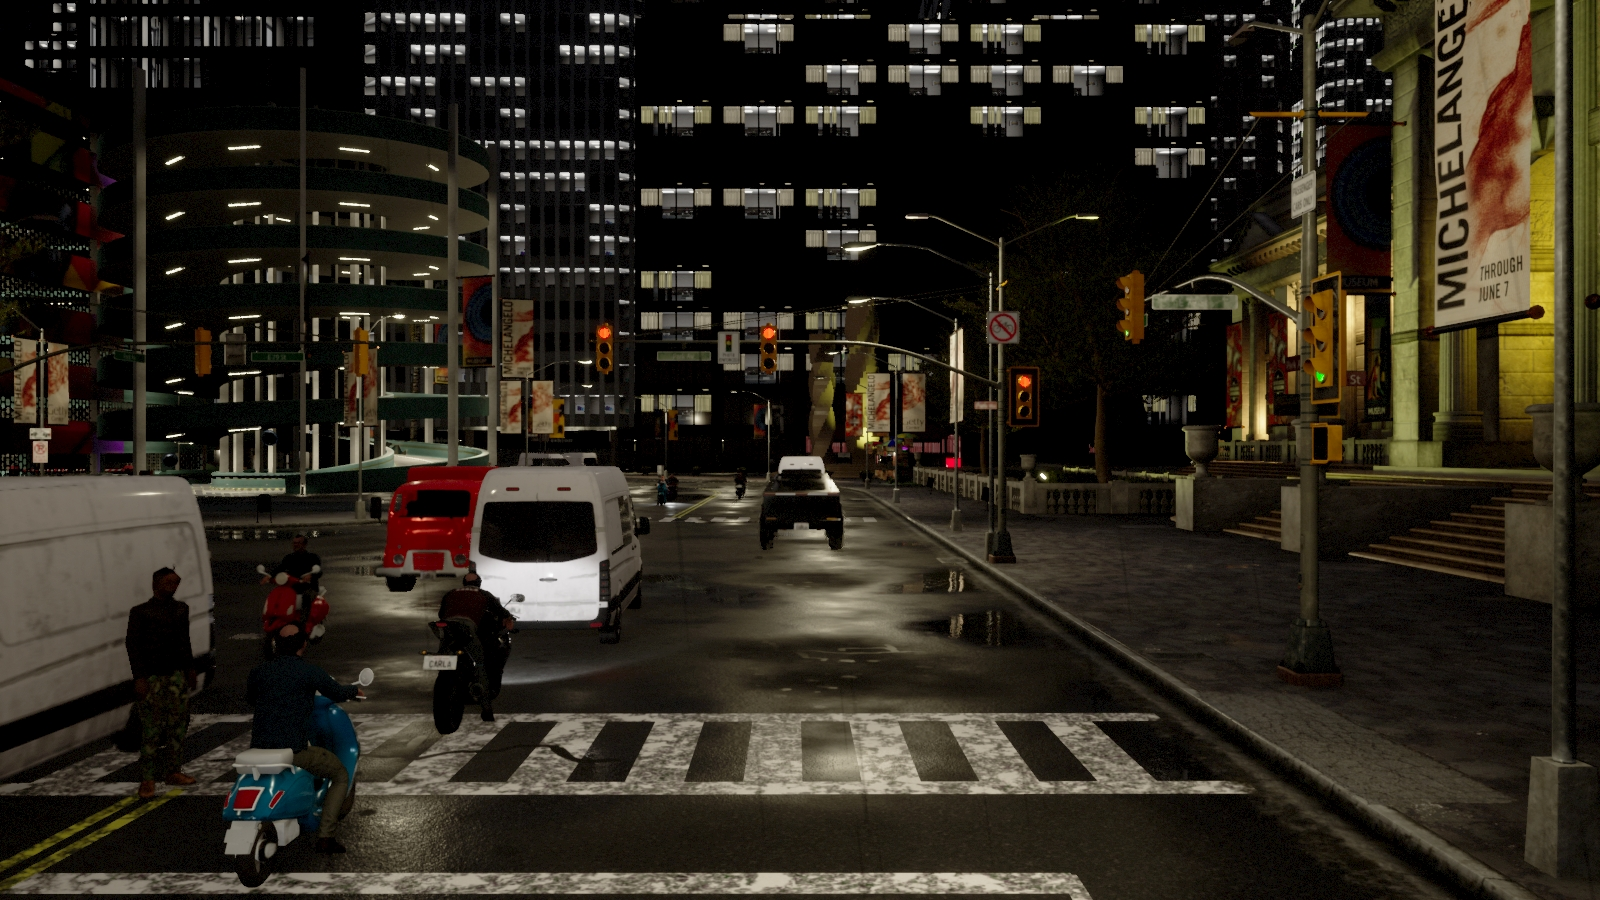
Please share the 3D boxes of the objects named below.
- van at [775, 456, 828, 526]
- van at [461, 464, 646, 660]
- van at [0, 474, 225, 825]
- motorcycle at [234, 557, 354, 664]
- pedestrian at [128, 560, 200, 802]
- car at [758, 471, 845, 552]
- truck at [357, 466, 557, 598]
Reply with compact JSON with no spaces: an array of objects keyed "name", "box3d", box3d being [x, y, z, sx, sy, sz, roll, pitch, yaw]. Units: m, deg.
[{"name":"van","box3d":[0.053,1.534,45.487,1.988,2.561,5.915,0,0,0]},{"name":"van","box3d":[-3.704,1.534,18.314,1.988,2.561,5.915,0,0,-3]},{"name":"van","box3d":[-6.997,1.534,8.975,1.988,2.561,5.915,0,0,0]},{"name":"motorcycle","box3d":[-6.966,2.182,15.829,0.856,1.236,1.805,0,0,0]},{"name":"pedestrian","box3d":[-5.167,1.848,9.283,0.375,1.860,0.375,0,0,30]},{"name":"car","box3d":[0.048,1.753,34.452,2.390,2.098,6.274,0,0,0]},{"name":"truck","box3d":[-6.968,1.586,23.990,2.627,2.467,5.204,0,-1,0]}]
